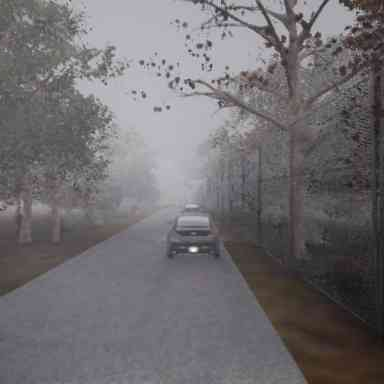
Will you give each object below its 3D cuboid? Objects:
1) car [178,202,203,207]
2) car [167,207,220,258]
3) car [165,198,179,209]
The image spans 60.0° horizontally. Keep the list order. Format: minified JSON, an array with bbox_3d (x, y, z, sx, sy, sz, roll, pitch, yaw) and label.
[{"bbox_3d":[0.015,1.659,29.009,1.812,1.442,4.674,0,0,0],"label":"car"},{"bbox_3d":[0.057,1.567,12.976,1.837,1.490,4.892,0,0,0],"label":"car"},{"bbox_3d":[-3.009,1.713,51.844,2.097,1.767,4.553,0,-1,0],"label":"car"}]
